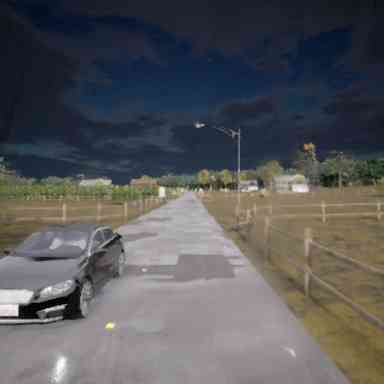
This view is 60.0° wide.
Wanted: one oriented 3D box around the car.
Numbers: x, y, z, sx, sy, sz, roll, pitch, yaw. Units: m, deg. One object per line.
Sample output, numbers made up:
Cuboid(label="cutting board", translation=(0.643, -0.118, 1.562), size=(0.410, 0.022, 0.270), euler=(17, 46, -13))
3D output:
Cuboid(label="car", translation=(-2.764, 1.507, 7.435), size=(2.128, 1.511, 4.902), euler=(0, 0, 0))
